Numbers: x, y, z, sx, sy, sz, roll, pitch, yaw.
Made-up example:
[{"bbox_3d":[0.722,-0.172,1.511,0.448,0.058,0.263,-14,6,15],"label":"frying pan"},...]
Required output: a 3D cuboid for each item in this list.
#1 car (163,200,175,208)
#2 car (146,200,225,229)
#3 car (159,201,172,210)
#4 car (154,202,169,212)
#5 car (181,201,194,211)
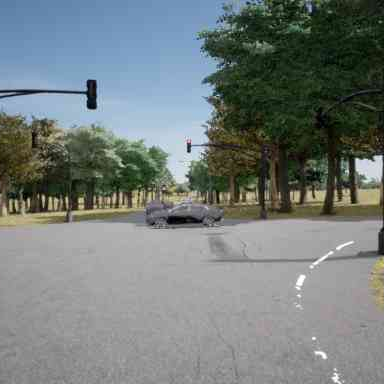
[{"bbox_3d":[-4.708,2.458,68.265,2.128,1.511,4.902,0,-2,-1],"label":"car"},{"bbox_3d":[-0.395,1.474,20.996,4.902,1.511,2.128,-2,-2,2],"label":"car"},{"bbox_3d":[-4.554,2.274,58.256,2.033,1.411,5.357,0,-1,-1],"label":"car"},{"bbox_3d":[-4.337,2.144,48.450,1.895,1.301,4.718,0,-1,-1],"label":"car"},{"bbox_3d":[-0.752,2.185,52.919,1.994,1.385,4.181,0,-1,-1],"label":"car"}]
